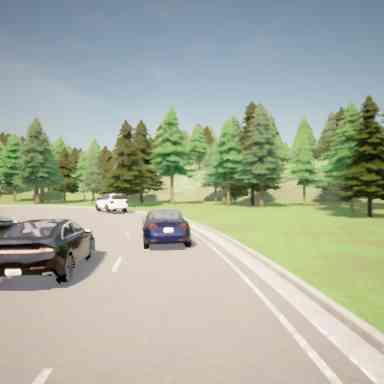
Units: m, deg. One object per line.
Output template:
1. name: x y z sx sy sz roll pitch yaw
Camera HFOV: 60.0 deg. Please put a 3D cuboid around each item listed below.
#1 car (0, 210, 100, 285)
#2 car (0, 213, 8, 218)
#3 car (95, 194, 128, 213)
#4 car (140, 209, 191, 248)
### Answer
1. car: -4.086 1.506 9.556 2.128 1.511 4.902 0 0 -6
2. car: -7.973 1.529 12.722 2.128 1.511 4.902 0 0 -8
3. car: -8.981 1.228 36.888 2.150 2.045 5.566 0 0 -34
4. car: -1.256 1.489 14.906 2.163 1.488 4.792 0 0 -9
